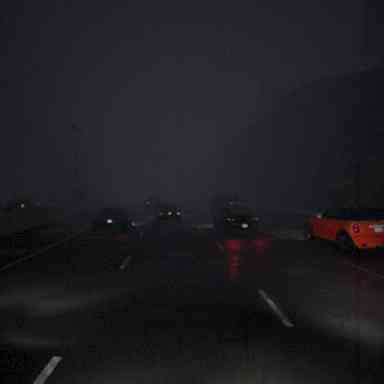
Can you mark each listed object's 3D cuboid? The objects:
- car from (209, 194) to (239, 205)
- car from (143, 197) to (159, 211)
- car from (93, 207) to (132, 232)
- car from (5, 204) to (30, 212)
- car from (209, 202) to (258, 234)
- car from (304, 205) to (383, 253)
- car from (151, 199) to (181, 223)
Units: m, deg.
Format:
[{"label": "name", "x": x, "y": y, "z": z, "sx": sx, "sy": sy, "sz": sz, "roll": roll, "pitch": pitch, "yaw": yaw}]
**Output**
[{"label": "car", "x": 3.434, "y": 1.226, "z": 36.025, "sx": 2.150, "sy": 2.045, "sz": 5.566, "roll": 0, "pitch": 0, "yaw": -11}, {"label": "car", "x": -4.922, "y": 1.372, "z": 41.535, "sx": 2.097, "sy": 1.767, "sz": 4.553, "roll": 0, "pitch": 0, "yaw": -13}, {"label": "car", "x": -4.747, "y": 1.577, "z": 20.279, "sx": 1.994, "sy": 1.385, "sz": 4.181, "roll": 0, "pitch": 0, "yaw": -6}, {"label": "car", "x": -17.896, "y": 1.388, "z": 34.531, "sx": 2.097, "sy": 1.767, "sz": 4.553, "roll": 0, "pitch": 0, "yaw": -12}, {"label": "car", "x": 2.427, "y": 1.527, "z": 19.117, "sx": 1.812, "sy": 1.442, "sz": 4.674, "roll": 0, "pitch": 0, "yaw": -6}, {"label": "car", "x": 6.410, "y": 1.346, "z": 13.822, "sx": 2.097, "sy": 1.767, "sz": 4.553, "roll": 0, "pitch": 0, "yaw": -4}, {"label": "car", "x": -1.921, "y": 1.558, "z": 25.861, "sx": 2.033, "sy": 1.411, "sz": 5.357, "roll": 0, "pitch": 0, "yaw": -8}]
